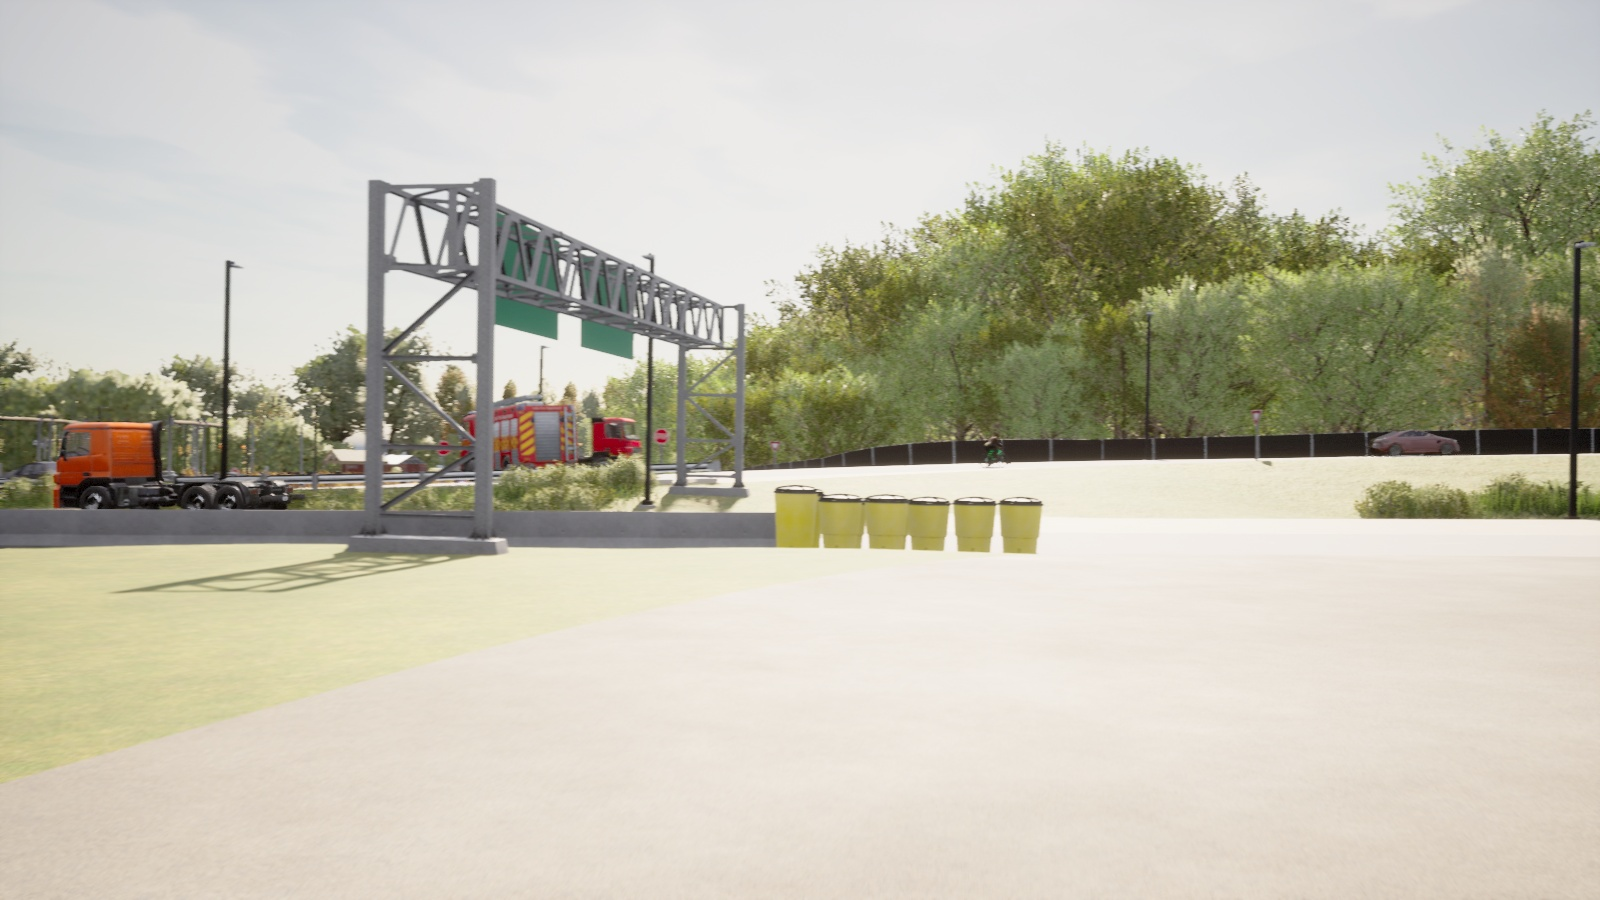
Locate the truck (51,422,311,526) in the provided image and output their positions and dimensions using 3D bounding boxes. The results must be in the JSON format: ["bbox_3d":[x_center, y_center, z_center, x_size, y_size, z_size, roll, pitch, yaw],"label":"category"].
[{"bbox_3d":[-21.647,0.840,44.101,7.936,3.462,2.891,-1,0,9],"label":"truck"}]

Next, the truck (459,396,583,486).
[{"bbox_3d":[-13.551,-0.318,60.342,2.891,3.827,8.468,-2,-1,-33],"label":"truck"}]

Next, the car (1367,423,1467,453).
[{"bbox_3d":[31.980,-0.619,65.145,4.181,1.385,1.994,-2,0,0],"label":"car"}]

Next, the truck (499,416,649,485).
[{"bbox_3d":[-13.061,0.039,72.855,7.936,3.462,2.891,-3,-1,6],"label":"truck"}]

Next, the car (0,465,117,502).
[{"bbox_3d":[-31.573,1.450,53.296,5.357,1.411,2.033,-2,-2,30],"label":"car"}]
